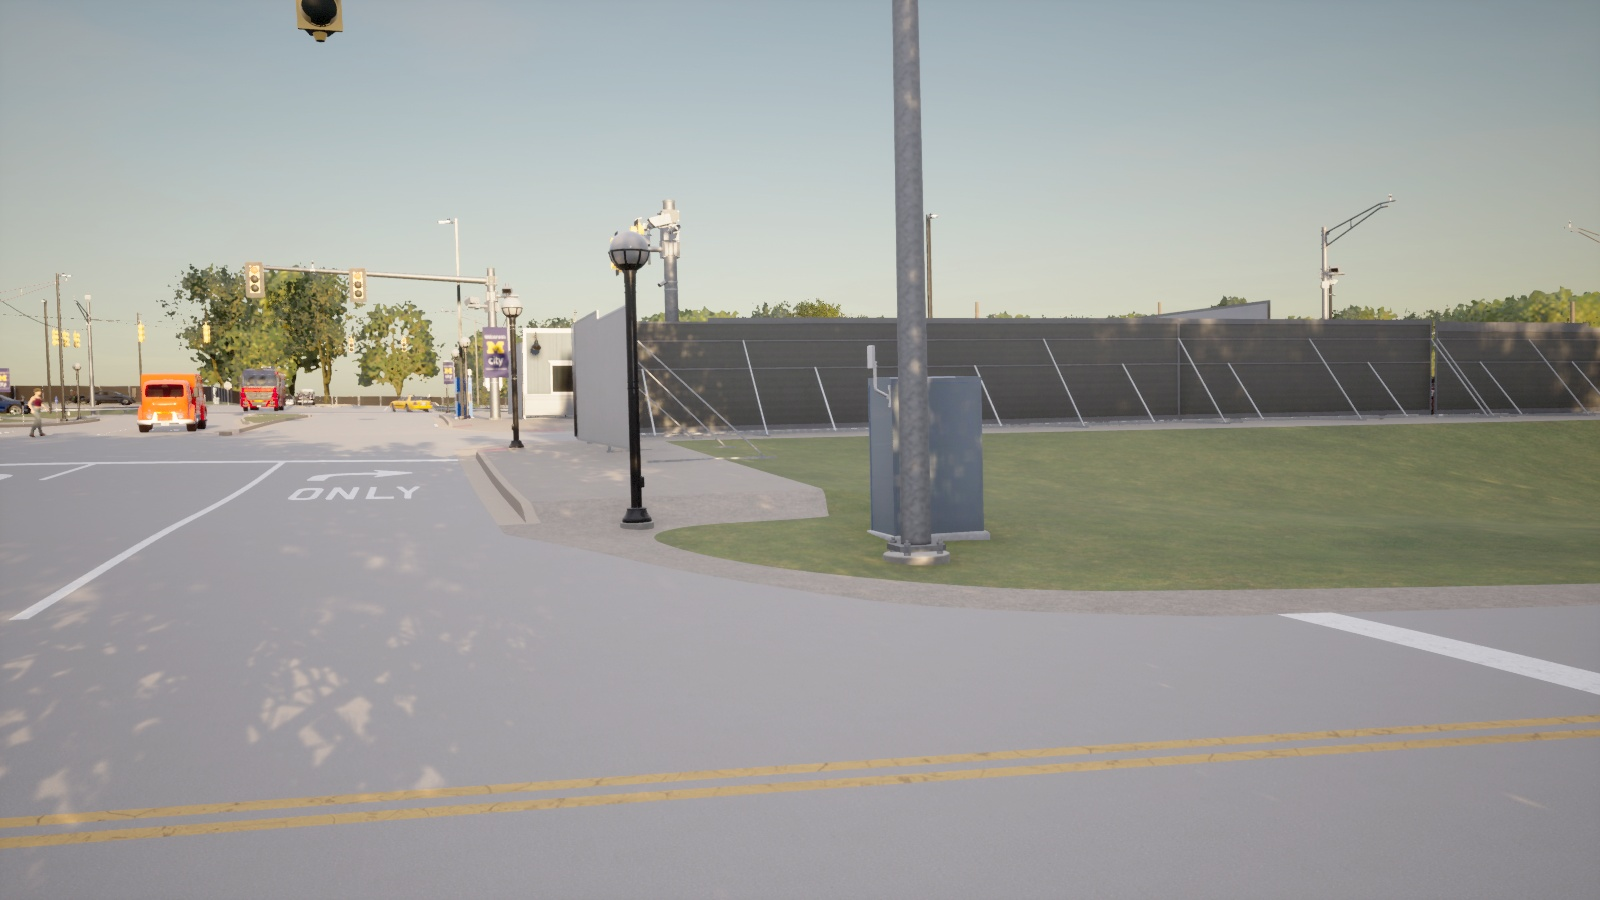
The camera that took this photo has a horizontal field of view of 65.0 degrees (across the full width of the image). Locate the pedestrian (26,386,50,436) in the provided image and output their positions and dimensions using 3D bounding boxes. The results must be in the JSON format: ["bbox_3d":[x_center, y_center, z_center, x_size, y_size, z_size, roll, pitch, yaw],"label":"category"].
[{"bbox_3d":[-28.387,-1.446,46.763,0.594,1.836,0.345,-1,2,2],"label":"pedestrian"}]

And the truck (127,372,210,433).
[{"bbox_3d":[-27.083,-2.106,54.050,2.627,2.467,5.204,-1,4,-21],"label":"truck"}]
